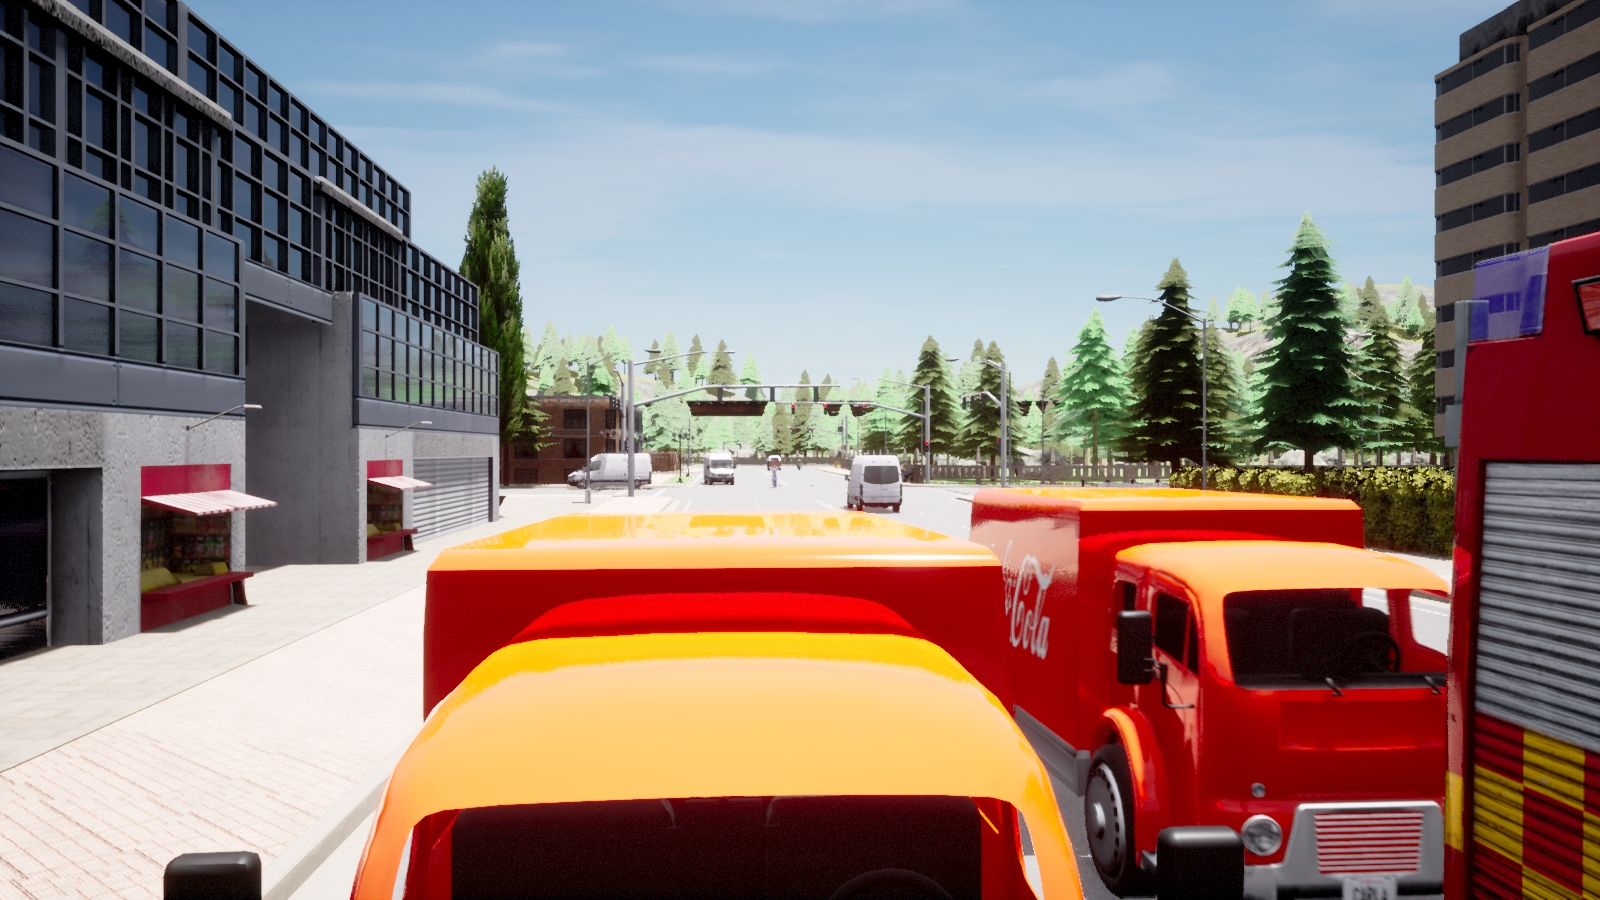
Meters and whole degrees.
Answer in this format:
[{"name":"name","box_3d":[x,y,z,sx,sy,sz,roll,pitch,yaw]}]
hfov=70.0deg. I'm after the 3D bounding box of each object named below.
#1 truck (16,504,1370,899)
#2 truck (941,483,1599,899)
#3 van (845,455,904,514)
[{"name":"truck","box_3d":[-0.346,1.573,4.818,2.627,2.467,5.204,0,0,-4]},{"name":"truck","box_3d":[2.892,1.568,8.777,2.627,2.467,5.204,0,0,-4]},{"name":"van","box_3d":[3.411,1.534,53.444,1.988,2.561,5.915,0,0,-4]}]
